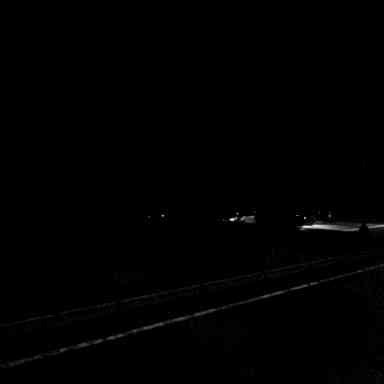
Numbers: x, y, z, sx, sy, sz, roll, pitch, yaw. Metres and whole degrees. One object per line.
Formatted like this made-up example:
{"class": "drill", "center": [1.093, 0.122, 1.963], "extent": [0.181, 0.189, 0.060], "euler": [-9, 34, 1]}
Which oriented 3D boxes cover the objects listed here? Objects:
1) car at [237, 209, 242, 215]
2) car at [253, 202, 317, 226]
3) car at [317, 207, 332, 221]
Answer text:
{"class": "car", "center": [2.687, 1.787, 34.647], "extent": [2.033, 1.411, 5.357], "euler": [0, -1, -42]}
{"class": "car", "center": [6.580, 1.651, 24.583], "extent": [1.994, 1.385, 4.181], "euler": [0, -1, -39]}
{"class": "car", "center": [8.938, 1.586, 27.233], "extent": [2.128, 1.511, 4.902], "euler": [0, -1, -39]}
